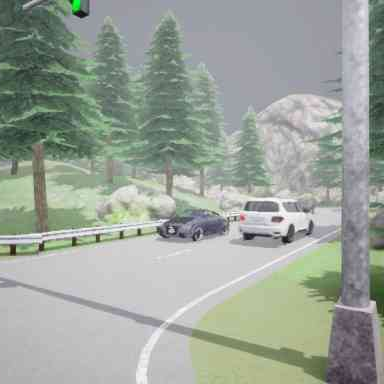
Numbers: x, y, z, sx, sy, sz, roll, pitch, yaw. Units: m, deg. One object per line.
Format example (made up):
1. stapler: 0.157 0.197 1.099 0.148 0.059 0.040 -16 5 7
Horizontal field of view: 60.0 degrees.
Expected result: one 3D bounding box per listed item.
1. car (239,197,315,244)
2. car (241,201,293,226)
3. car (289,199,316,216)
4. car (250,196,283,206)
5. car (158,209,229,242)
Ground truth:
1. car: 4.256 1.354 16.287 2.150 2.045 5.566 0 -1 34
2. car: 5.738 1.509 24.941 2.128 1.511 4.902 0 0 34
3. car: 11.222 1.524 33.563 1.837 1.490 4.892 0 0 27
4. car: 12.472 1.536 55.973 4.902 1.511 2.128 0 -1 44
5. car: 0.189 1.580 16.688 1.994 1.385 4.181 0 0 34
